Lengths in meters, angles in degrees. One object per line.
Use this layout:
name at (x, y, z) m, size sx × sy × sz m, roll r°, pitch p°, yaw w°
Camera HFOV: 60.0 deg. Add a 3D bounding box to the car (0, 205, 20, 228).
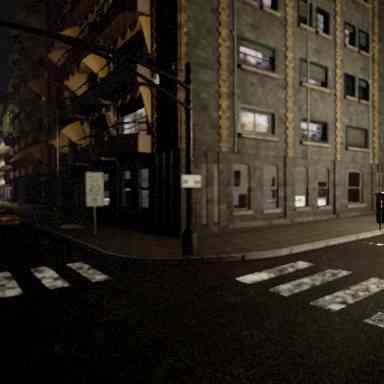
car at (-12.034, 1.511, 21.008) m, size 1.752 × 1.417 × 4.829 m, roll -1°, pitch 0°, yaw -35°
